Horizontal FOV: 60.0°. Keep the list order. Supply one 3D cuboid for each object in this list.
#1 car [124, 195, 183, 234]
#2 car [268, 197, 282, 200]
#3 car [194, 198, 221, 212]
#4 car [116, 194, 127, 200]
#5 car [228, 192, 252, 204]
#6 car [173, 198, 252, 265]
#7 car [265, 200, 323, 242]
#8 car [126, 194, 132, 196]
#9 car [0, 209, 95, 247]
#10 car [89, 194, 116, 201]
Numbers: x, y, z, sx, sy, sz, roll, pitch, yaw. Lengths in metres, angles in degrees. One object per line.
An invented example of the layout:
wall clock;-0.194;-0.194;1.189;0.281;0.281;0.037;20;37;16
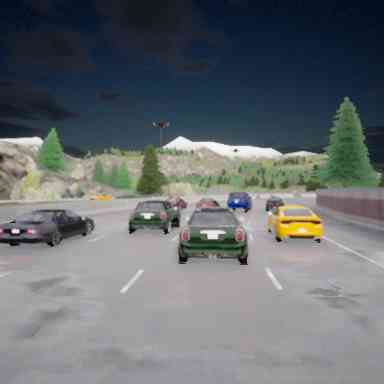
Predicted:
car;-1.930;1.227;18.500;2.097;1.767;4.553;0;0;7
car;9.008;1.311;36.020;1.837;1.490;4.892;0;0;16
car;1.757;1.342;36.036;1.994;1.385;4.181;0;0;15
car;-12.175;1.119;60.483;2.033;1.411;5.357;0;0;23
car;5.033;1.019;34.912;2.150;2.045;5.566;0;0;15
car;0.786;1.280;11.683;2.097;1.767;4.553;0;0;5
car;4.759;1.394;15.884;1.882;1.535;5.008;0;0;7
car;-9.030;1.195;58.881;1.895;1.301;4.718;0;0;23
car;-6.020;1.434;14.355;2.033;1.411;5.357;0;0;6
car;-16.338;1.040;59.418;1.882;1.535;5.008;0;0;22
